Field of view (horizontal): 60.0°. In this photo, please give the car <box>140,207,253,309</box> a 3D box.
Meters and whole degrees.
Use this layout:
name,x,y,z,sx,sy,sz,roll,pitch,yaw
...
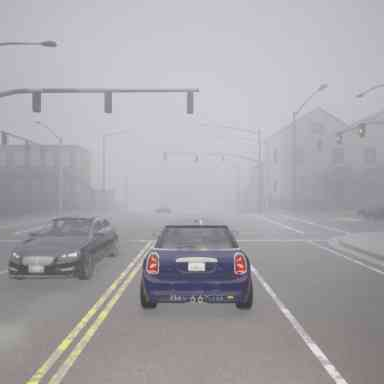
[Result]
name,x,y,z,sx,sy,sz,roll,pitch,yaw
car,0.096,1.352,8.044,2.097,1.767,4.553,0,0,0

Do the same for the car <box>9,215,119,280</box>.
name,x,y,z,sx,sy,sz,roll,pitch,yaw
car,-3.517,1.491,10.005,2.128,1.511,4.902,0,0,0

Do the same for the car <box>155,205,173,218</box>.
name,x,y,z,sx,sy,sz,roll,pitch,yaw
car,-3.539,2.567,42.529,1.895,1.301,4.718,0,-8,0

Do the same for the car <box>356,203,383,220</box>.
name,x,y,z,sx,sy,sz,roll,pitch,yaw
car,16.640,1.546,27.622,5.357,1.411,2.033,0,0,-1
